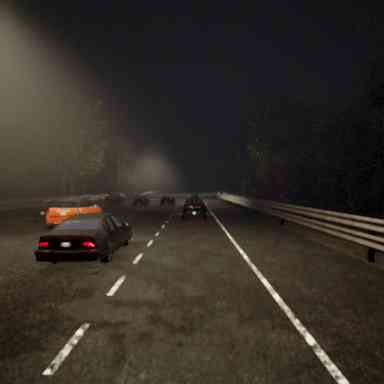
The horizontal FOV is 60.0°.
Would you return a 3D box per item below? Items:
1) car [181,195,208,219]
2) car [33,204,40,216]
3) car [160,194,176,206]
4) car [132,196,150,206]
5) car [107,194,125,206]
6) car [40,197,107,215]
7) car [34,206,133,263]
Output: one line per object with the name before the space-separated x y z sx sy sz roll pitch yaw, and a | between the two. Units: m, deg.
car | 0.172 1.253 26.391 1.837 1.490 4.892 0 0 0
car | -10.334 1.284 25.307 1.812 1.442 4.674 0 0 0
car | -3.243 1.065 45.220 2.128 1.511 4.902 0 1 0
car | -6.744 1.179 44.621 1.895 1.301 4.718 0 1 0
car | -10.248 1.058 44.312 1.882 1.535 5.008 0 1 0
car | -6.855 1.162 19.851 2.097 1.767 4.553 0 1 0
car | -3.386 1.437 11.448 2.033 1.411 5.357 0 1 0
